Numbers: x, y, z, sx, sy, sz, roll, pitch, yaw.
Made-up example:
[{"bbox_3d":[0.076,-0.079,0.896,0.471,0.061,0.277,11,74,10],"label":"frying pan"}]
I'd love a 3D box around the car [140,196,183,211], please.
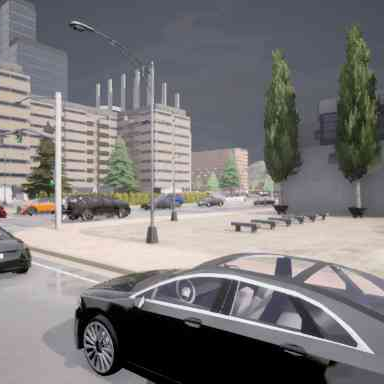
[{"bbox_3d":[-3.982,1.547,41.906,2.033,1.411,5.357,0,0,41],"label":"car"}]

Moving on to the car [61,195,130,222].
[{"bbox_3d":[-7.599,1.221,26.731,2.150,2.045,5.566,0,0,41],"label":"car"}]

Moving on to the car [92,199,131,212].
[{"bbox_3d":[-9.749,1.564,40.588,1.994,1.385,4.181,0,0,41],"label":"car"}]

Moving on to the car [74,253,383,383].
[{"bbox_3d":[0.574,1.492,3.866,4.902,1.511,2.128,0,0,37],"label":"car"}]

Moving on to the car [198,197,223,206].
[{"bbox_3d":[3.125,1.526,55.414,1.812,1.442,4.674,0,0,41],"label":"car"}]

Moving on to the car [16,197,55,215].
[{"bbox_3d":[-15.447,1.352,34.113,2.097,1.767,4.553,0,0,42],"label":"car"}]

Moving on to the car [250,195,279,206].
[{"bbox_3d":[11.962,1.601,54.665,1.895,1.301,4.718,0,0,41],"label":"car"}]

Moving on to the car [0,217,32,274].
[{"bbox_3d":[-6.333,1.564,9.484,4.181,1.385,1.994,0,0,40],"label":"car"}]

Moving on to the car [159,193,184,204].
[{"bbox_3d":[-3.591,1.221,47.697,2.150,2.045,5.566,0,0,41],"label":"car"}]

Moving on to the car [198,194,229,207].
[{"bbox_3d":[2.830,1.492,49.752,2.128,1.511,4.902,0,0,41],"label":"car"}]

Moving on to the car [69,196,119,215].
[{"bbox_3d":[-10.186,1.352,34.744,2.097,1.767,4.553,0,0,41],"label":"car"}]

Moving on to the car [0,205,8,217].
[{"bbox_3d":[-15.750,1.221,22.666,2.150,2.045,5.566,0,0,41],"label":"car"}]
